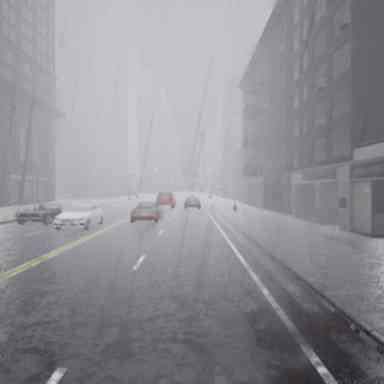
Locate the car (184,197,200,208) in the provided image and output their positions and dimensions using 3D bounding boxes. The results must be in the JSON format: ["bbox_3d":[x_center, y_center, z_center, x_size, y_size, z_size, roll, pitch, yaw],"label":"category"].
[{"bbox_3d":[0.047,1.281,42.116,1.994,1.385,4.181,0,0,0],"label":"car"}]

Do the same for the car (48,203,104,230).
[{"bbox_3d":[-6.599,1.395,19.936,1.812,1.442,4.674,0,0,0],"label":"car"}]

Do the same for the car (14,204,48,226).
[{"bbox_3d":[-9.838,1.456,22.315,1.895,1.301,4.718,0,0,0],"label":"car"}]

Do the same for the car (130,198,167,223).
[{"bbox_3d":[-3.178,1.405,23.981,1.994,1.385,4.181,0,0,0],"label":"car"}]

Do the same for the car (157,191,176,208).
[{"bbox_3d":[-3.200,0.945,41.689,2.150,2.045,5.566,0,1,0],"label":"car"}]
